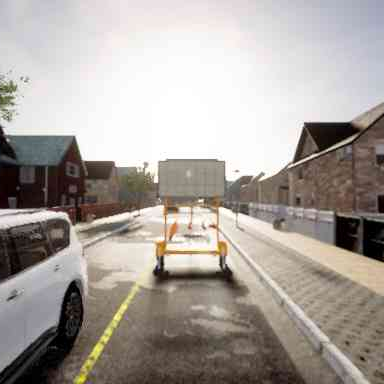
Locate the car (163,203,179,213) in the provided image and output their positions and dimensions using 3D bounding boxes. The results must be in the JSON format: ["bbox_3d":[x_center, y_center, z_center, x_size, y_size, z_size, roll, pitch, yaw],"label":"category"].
[{"bbox_3d":[-2.862,2.281,46.706,1.994,1.385,4.181,0,-1,0],"label":"car"}]

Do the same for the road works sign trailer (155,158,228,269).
[{"bbox_3d":[-0.008,0.612,11.676,2.380,3.560,2.880,0,-1,1],"label":"road works sign trailer"}]

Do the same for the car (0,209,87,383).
[{"bbox_3d":[-2.851,1.264,3.515,2.150,2.045,5.566,0,-1,0],"label":"car"}]
